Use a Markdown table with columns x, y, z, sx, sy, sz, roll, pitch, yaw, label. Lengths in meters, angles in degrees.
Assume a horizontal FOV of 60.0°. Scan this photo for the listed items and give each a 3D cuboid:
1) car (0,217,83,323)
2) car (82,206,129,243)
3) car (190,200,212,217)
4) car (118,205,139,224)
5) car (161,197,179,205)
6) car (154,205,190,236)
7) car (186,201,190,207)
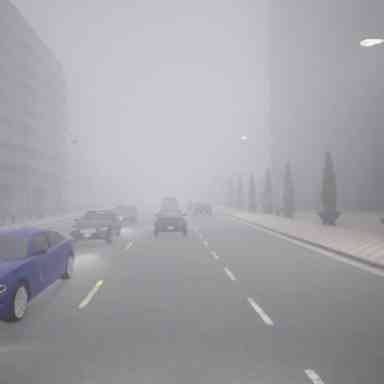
| x | y | z | sx | sy | sz | roll | pitch | yaw | label |
| --- | --- | --- | --- | --- | --- | --- | --- | --- | --- |
| -4.137 | 1.595 | 7.566 | 1.882 | 1.535 | 5.008 | -1 | -1 | -4 | car |
| -4.847 | 1.706 | 17.357 | 2.128 | 1.511 | 4.902 | -1 | -1 | -4 | car |
| 1.078 | 1.815 | 35.957 | 1.837 | 1.490 | 4.892 | -1 | 0 | -3 | car |
| -5.510 | 1.805 | 27.456 | 2.128 | 1.511 | 4.902 | -1 | -1 | -4 | car |
| -2.866 | 1.639 | 42.936 | 2.150 | 2.045 | 5.566 | -1 | -1 | -3 | car |
| -1.280 | 1.718 | 19.769 | 1.812 | 1.442 | 4.674 | -1 | -1 | -4 | car |
| 0.298 | 1.925 | 46.953 | 1.837 | 1.490 | 4.892 | -1 | 0 | -4 | car |
